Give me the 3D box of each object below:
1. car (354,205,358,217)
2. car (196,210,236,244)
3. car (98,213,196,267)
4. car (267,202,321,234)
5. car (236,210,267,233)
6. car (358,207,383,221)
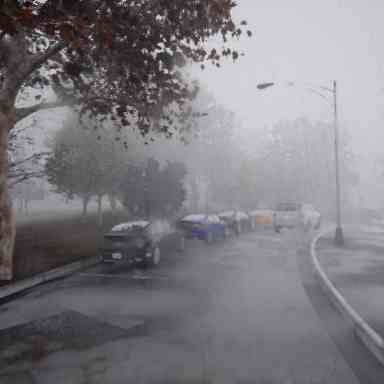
[{"bbox_3d":[23.544,2.674,42.451,5.008,1.535,2.097,0,-4,-29],"label":"car"},{"bbox_3d":[0.536,1.836,17.811,2.097,1.535,5.008,-1,-3,22],"label":"car"},{"bbox_3d":[-1.639,1.687,12.371,2.231,1.521,4.892,-1,-1,15],"label":"car"},{"bbox_3d":[7.353,1.706,23.061,2.150,2.045,5.566,-2,-3,32],"label":"car"},{"bbox_3d":[5.929,2.218,27.666,2.097,1.535,5.008,-3,-3,36],"label":"car"},{"bbox_3d":[20.730,2.397,36.458,4.892,1.490,1.837,1,-4,-34],"label":"car"}]
